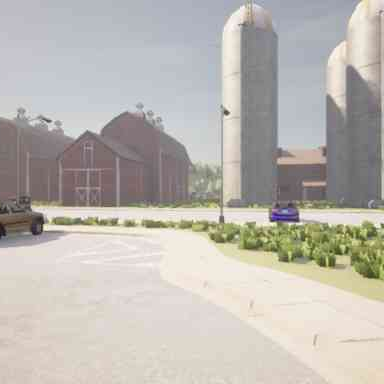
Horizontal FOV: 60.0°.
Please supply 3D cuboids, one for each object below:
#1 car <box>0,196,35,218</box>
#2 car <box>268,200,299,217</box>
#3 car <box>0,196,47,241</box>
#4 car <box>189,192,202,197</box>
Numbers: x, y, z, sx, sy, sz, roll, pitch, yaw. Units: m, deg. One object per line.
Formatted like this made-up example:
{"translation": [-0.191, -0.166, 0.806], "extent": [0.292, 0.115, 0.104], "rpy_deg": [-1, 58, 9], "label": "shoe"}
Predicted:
{"translation": [-16.599, 1.312, 30.778], "extent": [1.905, 1.878, 3.866], "rpy_deg": [0, 0, 11], "label": "car"}
{"translation": [7.175, 1.479, 26.223], "extent": [2.242, 1.667, 4.611], "rpy_deg": [0, 0, 11], "label": "car"}
{"translation": [-9.085, 1.309, 15.843], "extent": [1.932, 1.855, 4.605], "rpy_deg": [0, 0, 11], "label": "car"}
{"translation": [1.032, 1.117, 91.403], "extent": [3.866, 1.878, 1.905], "rpy_deg": [2, -7, -32], "label": "car"}
